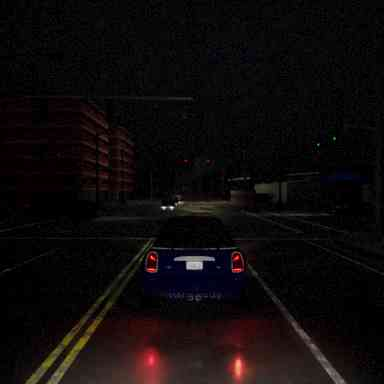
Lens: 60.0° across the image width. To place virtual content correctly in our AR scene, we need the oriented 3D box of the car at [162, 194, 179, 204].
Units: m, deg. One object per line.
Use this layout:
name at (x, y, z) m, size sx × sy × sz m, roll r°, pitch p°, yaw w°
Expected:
car at (-3.726, 1.547, 53.702) m, size 2.033 × 1.411 × 5.357 m, roll 0°, pitch 0°, yaw 0°

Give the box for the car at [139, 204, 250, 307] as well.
car at (0.053, 1.352, 8.162) m, size 2.097 × 1.767 × 4.553 m, roll 0°, pitch 0°, yaw 0°

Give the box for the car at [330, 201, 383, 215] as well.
car at (16.379, 1.601, 33.255) m, size 4.718 × 1.301 × 1.895 m, roll 0°, pitch 0°, yaw 0°

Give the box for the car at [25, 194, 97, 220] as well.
car at (-10.788, 1.170, 27.582) m, size 5.566 × 2.045 × 2.150 m, roll 0°, pitch 0°, yaw -7°

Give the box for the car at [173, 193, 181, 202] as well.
car at (-3.692, 1.547, 67.616) m, size 2.033 × 1.411 × 5.357 m, roll 0°, pitch 0°, yaw 0°

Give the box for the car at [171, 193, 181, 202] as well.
car at (-3.709, 1.225, 78.323) m, size 2.150 × 2.045 × 5.566 m, roll 0°, pitch 0°, yaw 0°
